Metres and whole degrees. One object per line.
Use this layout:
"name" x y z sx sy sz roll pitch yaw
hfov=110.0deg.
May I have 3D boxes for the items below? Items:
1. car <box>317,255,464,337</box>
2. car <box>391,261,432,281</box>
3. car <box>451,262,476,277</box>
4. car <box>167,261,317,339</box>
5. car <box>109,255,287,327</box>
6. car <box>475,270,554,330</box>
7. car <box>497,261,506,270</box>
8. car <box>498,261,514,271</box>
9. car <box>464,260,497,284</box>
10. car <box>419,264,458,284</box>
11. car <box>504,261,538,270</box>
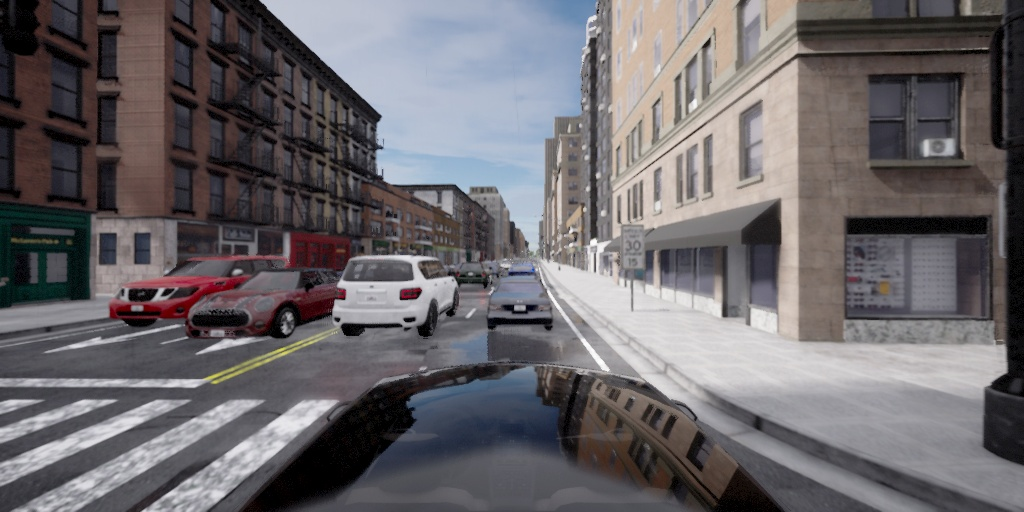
"car" -3.003 0.995 10.470 2.150 2.045 5.566 0 0 1
"car" -8.733 1.283 31.668 1.882 1.535 5.008 0 0 4
"car" -5.084 1.376 38.118 1.994 1.385 4.181 0 0 3
"car" -6.452 1.123 10.172 2.097 1.767 4.553 0 0 2
"car" -9.656 0.997 12.007 2.150 2.045 5.566 0 0 0
"car" 0.261 1.319 11.233 2.033 1.411 5.357 0 0 2
"car" -1.927 1.355 35.140 2.033 1.411 5.357 0 0 5
"car" -0.805 1.427 51.022 1.895 1.301 4.718 0 0 4
"car" -2.472 1.146 24.498 2.097 1.767 4.553 0 0 3
"car" -5.698 1.364 28.220 1.994 1.385 4.181 0 0 3
"car" 0.741 1.270 24.095 1.882 1.535 5.008 0 0 3
